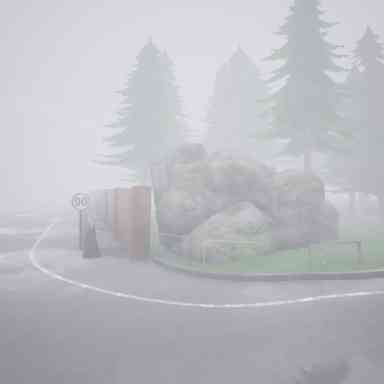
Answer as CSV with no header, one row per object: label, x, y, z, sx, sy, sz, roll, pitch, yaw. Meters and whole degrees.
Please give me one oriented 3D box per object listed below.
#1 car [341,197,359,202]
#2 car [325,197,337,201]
car,27.948,1.531,58.761,1.994,1.385,4.181,0,0,-9
car,23.978,1.190,60.463,2.150,2.045,5.566,0,0,-9
